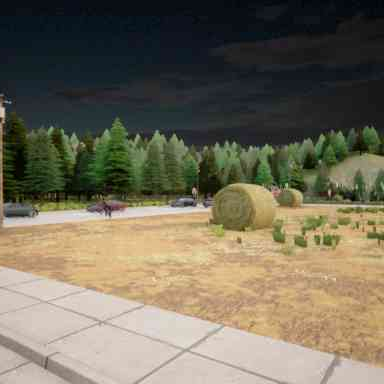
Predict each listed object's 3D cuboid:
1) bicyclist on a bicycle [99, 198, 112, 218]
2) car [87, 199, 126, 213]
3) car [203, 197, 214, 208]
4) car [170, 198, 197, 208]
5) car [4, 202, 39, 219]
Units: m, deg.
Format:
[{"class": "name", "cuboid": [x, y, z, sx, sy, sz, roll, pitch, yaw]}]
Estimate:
[{"class": "bicyclist on a bicycle", "cuboid": [-7.068, 1.327, 27.067, 1.656, 1.620, 0.582, 0, 0, 36]}, {"class": "car", "cuboid": [-9.330, 1.552, 36.579, 1.812, 1.442, 4.674, 0, 0, 37]}, {"class": "car", "cuboid": [3.480, 1.518, 47.815, 2.128, 1.511, 4.902, 0, 0, 37]}, {"class": "car", "cuboid": [-1.118, 1.553, 47.661, 1.812, 1.442, 4.674, 0, 0, 36]}, {"class": "car", "cuboid": [-15.400, 1.591, 28.384, 1.994, 1.385, 4.181, 0, 0, 36]}]
